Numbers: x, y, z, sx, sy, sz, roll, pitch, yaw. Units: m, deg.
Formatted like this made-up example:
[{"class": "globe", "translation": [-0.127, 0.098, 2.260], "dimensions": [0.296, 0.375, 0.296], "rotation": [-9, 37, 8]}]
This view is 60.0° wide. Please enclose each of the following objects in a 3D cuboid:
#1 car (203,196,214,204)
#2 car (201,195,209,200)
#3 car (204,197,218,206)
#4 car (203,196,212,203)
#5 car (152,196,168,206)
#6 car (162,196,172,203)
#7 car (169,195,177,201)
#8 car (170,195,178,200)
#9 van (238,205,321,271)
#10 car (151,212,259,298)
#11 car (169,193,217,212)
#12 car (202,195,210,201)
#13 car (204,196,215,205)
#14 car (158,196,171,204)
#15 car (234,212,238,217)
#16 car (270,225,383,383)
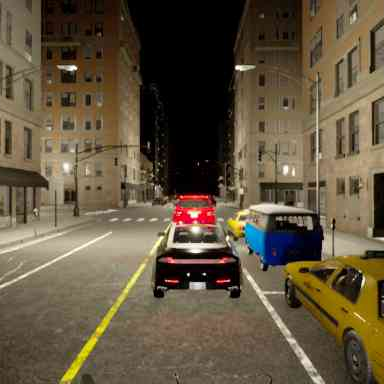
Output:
[{"class": "car", "translation": [3.192, 1.528, 64.942], "dimensions": [2.008, 1.369, 4.403], "rotation": [1, 0, 1]}, {"class": "car", "translation": [3.571, 1.510, 92.593], "dimensions": [2.008, 1.369, 4.403], "rotation": [1, 0, 1]}, {"class": "car", "translation": [3.040, 1.548, 53.882], "dimensions": [1.947, 1.339, 4.313], "rotation": [1, 0, 1]}, {"class": "car", "translation": [3.268, 1.519, 70.472], "dimensions": [1.887, 1.381, 4.507], "rotation": [1, 0, 1]}, {"class": "car", "translation": [-5.485, 1.566, 53.995], "dimensions": [1.802, 1.307, 4.206], "rotation": [1, 0, 1]}, {"class": "car", "translation": [-5.257, 1.520, 70.581], "dimensions": [1.887, 1.381, 4.507], "rotation": [1, 0, 1]}, {"class": "car", "translation": [-5.032, 1.490, 86.998], "dimensions": [1.752, 1.417, 4.829], "rotation": [1, 0, 1]}, {"class": "car", "translation": [-4.954, 1.527, 92.696], "dimensions": [1.947, 1.339, 4.313], "rotation": [1, 0, 1]}, {"class": "van", "translation": [2.687, 1.338, 10.545], "dimensions": [1.690, 1.788, 3.998], "rotation": [1, 0, 0]}, {"class": "car", "translation": [0.106, 1.490, 8.474], "dimensions": [2.128, 1.511, 4.902], "rotation": [0, 0, 0]}, {"class": "car", "translation": [0.117, 1.218, 18.660], "dimensions": [2.150, 2.045, 5.566], "rotation": [0, 0, 0]}, {"class": "car", "translation": [3.419, 1.533, 81.533], "dimensions": [1.947, 1.339, 4.313], "rotation": [1, 0, 1]}, {"class": "car", "translation": [3.116, 1.524, 59.412], "dimensions": [1.887, 1.381, 4.507], "rotation": [1, 0, 1]}, {"class": "car", "translation": [-5.333, 1.529, 65.052], "dimensions": [2.008, 1.369, 4.403], "rotation": [1, 0, 1]}, {"class": "car", "translation": [2.690, 1.521, 16.388], "dimensions": [1.752, 1.417, 4.829], "rotation": [1, 0, 0]}, {"class": "car", "translation": [2.680, 1.524, 5.042], "dimensions": [1.752, 1.417, 4.829], "rotation": [1, 0, 0]}]
